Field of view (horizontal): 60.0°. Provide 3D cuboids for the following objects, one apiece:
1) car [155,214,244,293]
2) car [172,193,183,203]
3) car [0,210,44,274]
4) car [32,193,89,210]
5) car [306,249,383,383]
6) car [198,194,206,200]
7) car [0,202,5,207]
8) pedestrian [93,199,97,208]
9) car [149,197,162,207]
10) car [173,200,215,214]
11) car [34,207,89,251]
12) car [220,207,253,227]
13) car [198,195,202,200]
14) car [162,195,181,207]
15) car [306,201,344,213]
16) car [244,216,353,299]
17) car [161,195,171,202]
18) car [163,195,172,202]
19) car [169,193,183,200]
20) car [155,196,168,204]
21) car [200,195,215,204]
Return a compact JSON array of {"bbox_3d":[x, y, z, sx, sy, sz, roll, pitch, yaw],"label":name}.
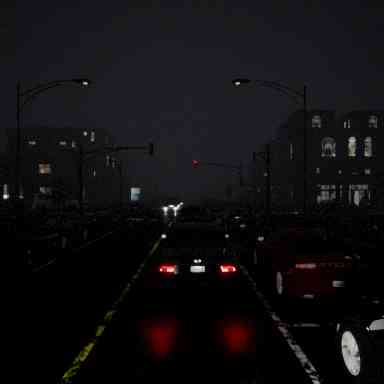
[{"bbox_3d":[0.098,1.548,8.997,2.033,1.411,5.357,0,0,0],"label":"car"},{"bbox_3d":[-3.052,1.236,72.142,2.150,2.045,5.566,0,0,0],"label":"car"},{"bbox_3d":[-5.692,1.441,8.325,1.967,1.590,4.097,0,0,0],"label":"car"},{"bbox_3d":[-13.549,1.162,34.350,5.566,2.045,2.150,0,0,4],"label":"car"},{"bbox_3d":[2.692,1.551,2.622,2.008,1.369,4.403,0,0,0],"label":"car"},{"bbox_3d":[2.630,1.458,90.741,1.967,1.590,4.097,0,0,0],"label":"car"},{"bbox_3d":[-25.480,1.447,40.470,4.829,1.417,1.752,0,-1,1],"label":"car"},{"bbox_3d":[-12.583,1.415,43.222,0.375,1.300,0.375,0,-1,1],"label":"pedestrian"},{"bbox_3d":[-5.724,1.588,52.095,1.802,1.307,4.206,0,0,0],"label":"car"},{"bbox_3d":[0.086,1.480,19.461,1.882,1.535,5.008,0,0,0],"label":"car"},{"bbox_3d":[-5.697,1.552,14.017,2.008,1.369,4.403,0,0,0],"label":"car"},{"bbox_3d":[2.680,1.553,19.698,2.008,1.369,4.403,0,0,0],"label":"car"},{"bbox_3d":[2.649,1.590,63.130,1.802,1.307,4.206,0,0,0],"label":"car"},{"bbox_3d":[-3.145,1.532,51.134,1.812,1.442,4.674,0,0,1],"label":"car"},{"bbox_3d":[14.784,1.653,37.283,4.181,1.385,1.994,0,0,1],"label":"car"},{"bbox_3d":[2.688,1.546,8.314,1.887,1.381,4.507,0,0,0],"label":"car"},{"bbox_3d":[-5.739,1.451,74.183,1.967,1.590,4.097,0,0,0],"label":"car"},{"bbox_3d":[-5.743,1.538,79.535,1.752,1.417,4.829,0,0,0],"label":"car"},{"bbox_3d":[-3.110,1.499,61.486,2.128,1.511,4.902,0,0,0],"label":"car"},{"bbox_3d":[-5.732,1.559,63.138,2.008,1.369,4.403,0,0,0],"label":"car"},{"bbox_3d":[2.657,1.572,52.088,1.947,1.339,4.313,0,0,0],"label":"car"}]
